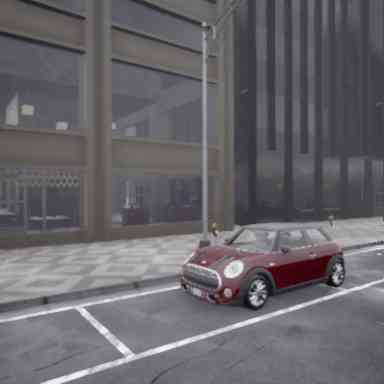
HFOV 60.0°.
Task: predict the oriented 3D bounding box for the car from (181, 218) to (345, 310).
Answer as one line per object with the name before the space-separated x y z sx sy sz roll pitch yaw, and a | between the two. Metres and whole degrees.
car | 1.725 1.474 7.776 4.097 1.590 1.967 0 -1 -36
